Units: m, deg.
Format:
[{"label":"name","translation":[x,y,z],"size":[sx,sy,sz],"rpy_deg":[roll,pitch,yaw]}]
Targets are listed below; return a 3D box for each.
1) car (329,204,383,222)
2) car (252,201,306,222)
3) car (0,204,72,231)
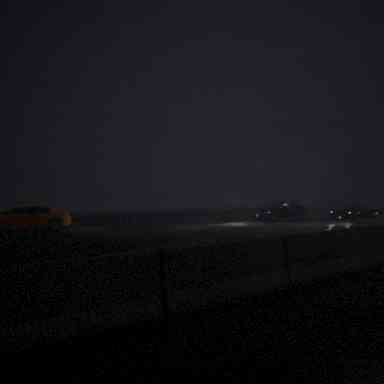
[{"label":"car","translation":[12.742,1.581,25.831],"size":[4.718,1.301,1.895],"rpy_deg":[0,0,-35]},{"label":"car","translation":[6.808,1.469,25.932],"size":[4.902,1.511,2.128],"rpy_deg":[0,0,-35]},{"label":"car","translation":[-9.442,1.455,18.746],"size":[5.008,1.535,1.882],"rpy_deg":[0,0,-35]}]
